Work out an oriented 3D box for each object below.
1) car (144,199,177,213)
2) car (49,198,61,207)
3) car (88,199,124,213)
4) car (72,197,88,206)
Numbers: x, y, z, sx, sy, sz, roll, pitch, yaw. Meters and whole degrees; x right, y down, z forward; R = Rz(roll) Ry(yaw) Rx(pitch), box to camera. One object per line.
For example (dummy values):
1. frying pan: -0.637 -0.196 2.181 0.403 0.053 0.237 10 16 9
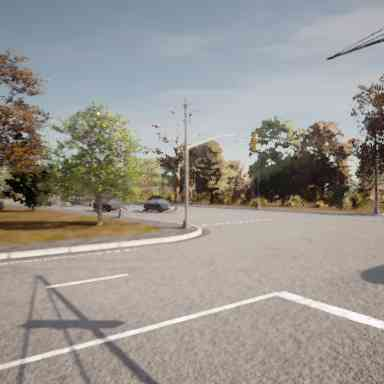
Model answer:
1. car: -3.450 1.432 35.336 1.812 1.442 4.674 -1 0 -38
2. car: -22.563 1.514 53.670 1.882 1.535 5.008 -1 0 -39
3. car: -9.270 1.490 37.030 2.033 1.411 5.357 -1 0 -39
4. car: -17.658 1.462 53.104 1.882 1.535 5.008 -1 0 -38
